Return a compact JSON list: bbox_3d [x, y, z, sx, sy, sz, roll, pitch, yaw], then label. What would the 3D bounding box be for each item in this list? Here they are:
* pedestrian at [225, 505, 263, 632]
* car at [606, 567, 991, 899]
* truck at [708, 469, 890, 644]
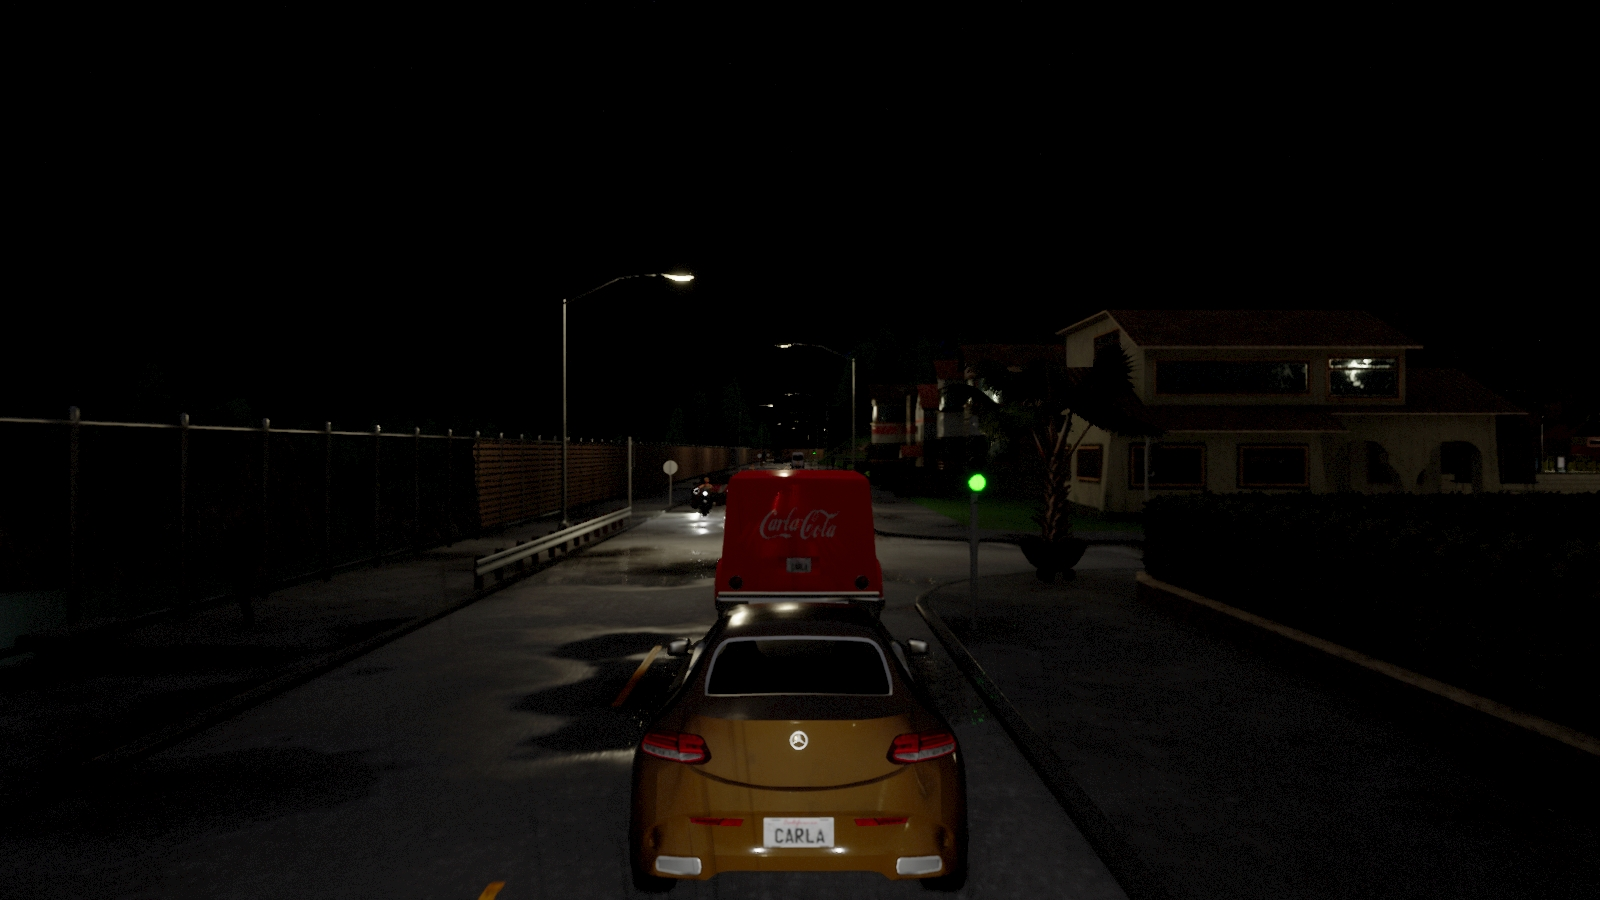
[{"bbox_3d":[-8.291,1.754,17.050,0.375,1.860,0.375,0,0,4],"label":"pedestrian"},{"bbox_3d":[-0.011,1.997,8.900,2.152,1.651,5.027,0,0,0],"label":"car"},{"bbox_3d":[-0.024,1.575,19.090,2.627,2.467,5.204,0,0,0],"label":"truck"}]
